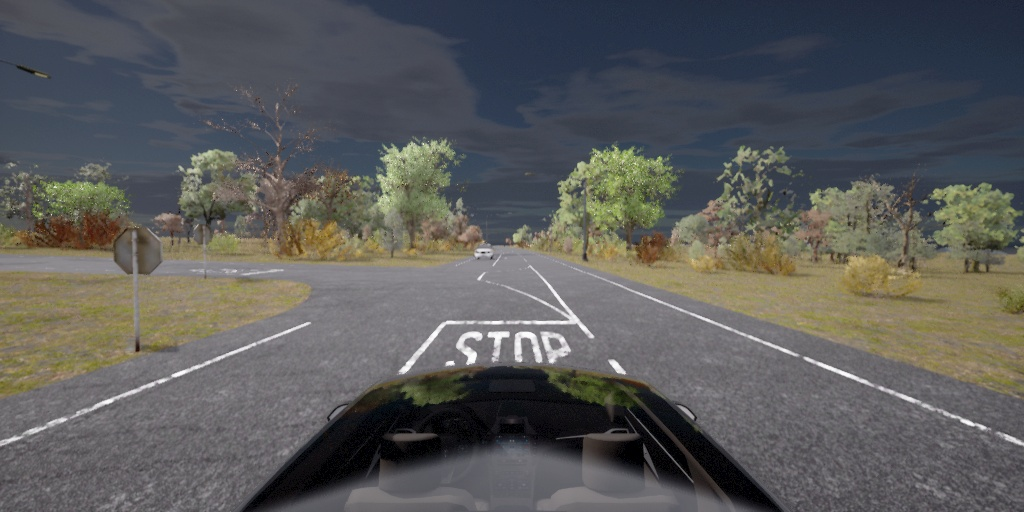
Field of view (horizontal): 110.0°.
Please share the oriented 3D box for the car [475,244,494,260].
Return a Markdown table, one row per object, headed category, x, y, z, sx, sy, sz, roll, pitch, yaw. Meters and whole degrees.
| category | x | y | z | sx | sy | sz | roll | pitch | yaw |
| --- | --- | --- | --- | --- | --- | --- | --- | --- | --- |
| car | -3.597 | -0.557 | 47.323 | 2.150 | 2.045 | 5.566 | 0 | 2 | 0 |
